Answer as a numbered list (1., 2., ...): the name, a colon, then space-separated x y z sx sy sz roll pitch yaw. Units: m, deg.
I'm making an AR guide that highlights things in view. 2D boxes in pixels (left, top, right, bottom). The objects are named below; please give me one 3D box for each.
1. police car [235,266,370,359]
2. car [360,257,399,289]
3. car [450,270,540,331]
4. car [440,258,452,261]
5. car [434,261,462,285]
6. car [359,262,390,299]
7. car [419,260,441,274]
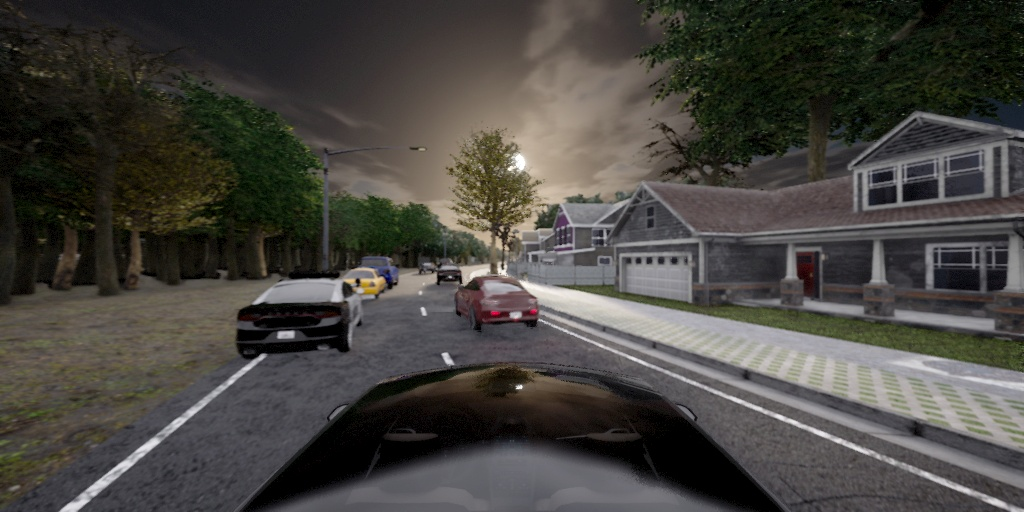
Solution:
1. police car: -4.801 1.208 8.812 1.930 1.638 5.238 0 0 -18
2. car: -8.929 1.102 24.107 2.150 2.045 5.566 0 0 -12
3. car: -0.619 1.343 11.269 1.812 1.442 4.674 0 0 -18
4. car: -11.406 1.461 62.660 2.150 2.045 5.566 0 -1 1
5. car: -5.008 1.402 28.640 1.882 1.535 5.008 0 0 -11
6. car: -7.597 1.297 18.448 1.801 1.575 5.366 0 0 -14
7. car: -10.944 1.562 47.026 1.812 1.442 4.674 0 0 -3
